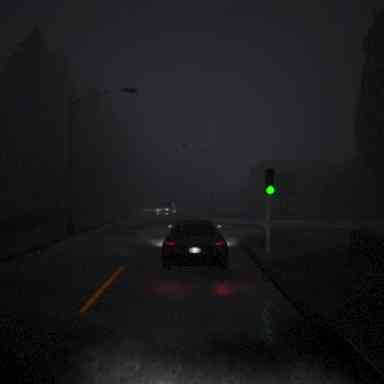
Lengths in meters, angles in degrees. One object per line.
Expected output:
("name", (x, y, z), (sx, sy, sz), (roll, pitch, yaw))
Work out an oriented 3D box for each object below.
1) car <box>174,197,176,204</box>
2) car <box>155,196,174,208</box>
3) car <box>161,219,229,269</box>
("car", (-4.023, 1.585, 63.486), (1.837, 1.490, 4.892), (0, 0, 0))
("car", (-4.080, 1.625, 47.811), (1.994, 1.385, 4.181), (0, 0, 0))
("car", (0.088, 1.578, 11.156), (1.994, 1.385, 4.181), (0, 0, 0))
